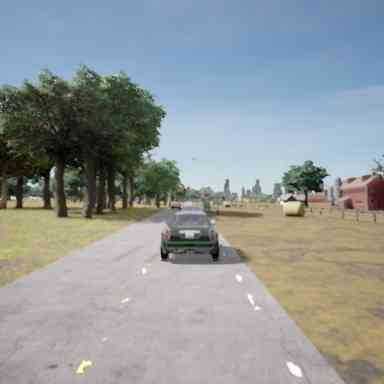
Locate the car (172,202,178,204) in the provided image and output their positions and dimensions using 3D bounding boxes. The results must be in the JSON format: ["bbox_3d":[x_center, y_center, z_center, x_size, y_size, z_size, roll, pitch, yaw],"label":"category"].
[{"bbox_3d":[-3.198,2.785,65.458,1.882,1.535,5.008,0,-2,0],"label":"car"}]

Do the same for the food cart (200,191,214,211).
[{"bbox_3d":[2.687,1.669,61.751,2.280,3.560,4.660,-1,-3,0],"label":"food cart"}]

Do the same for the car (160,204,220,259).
[{"bbox_3d":[-0.074,1.540,13.486,2.097,1.767,4.553,0,-1,0],"label":"car"}]
